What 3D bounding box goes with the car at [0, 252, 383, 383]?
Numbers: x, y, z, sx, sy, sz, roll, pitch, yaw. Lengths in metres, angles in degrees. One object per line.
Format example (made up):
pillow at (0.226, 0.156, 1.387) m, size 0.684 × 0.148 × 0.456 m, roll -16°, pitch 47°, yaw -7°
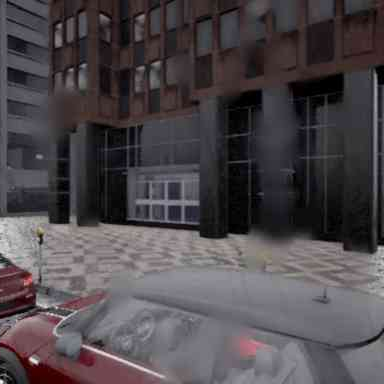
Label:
car at (-0.140, 1.444, 3.059) m, size 4.097 × 1.590 × 1.967 m, roll 0°, pitch 0°, yaw 35°
